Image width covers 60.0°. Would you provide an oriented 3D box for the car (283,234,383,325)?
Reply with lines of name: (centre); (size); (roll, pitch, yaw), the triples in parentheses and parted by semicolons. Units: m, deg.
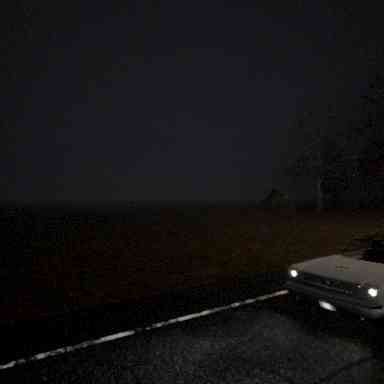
car: (4.068, 1.595, 6.833); (4.718, 1.301, 1.895); (0, 0, -35)
